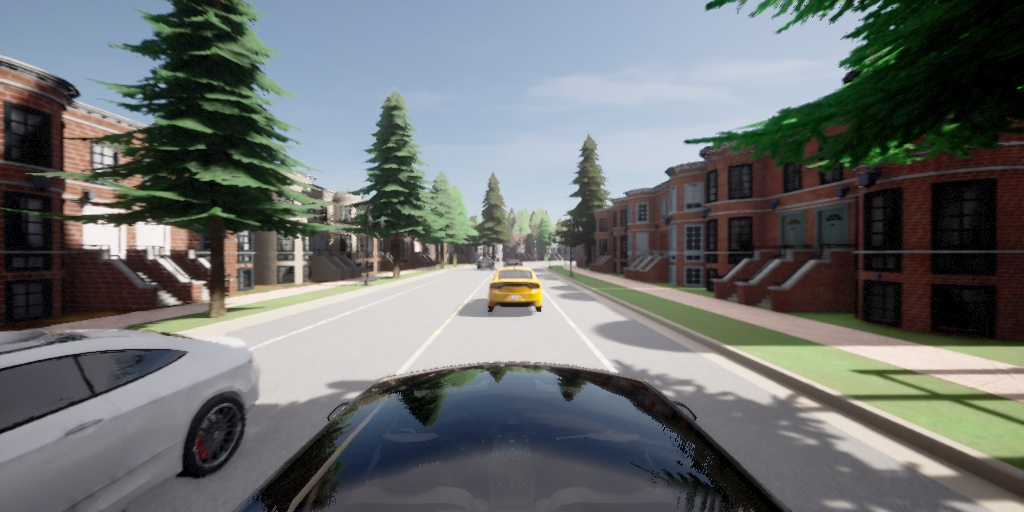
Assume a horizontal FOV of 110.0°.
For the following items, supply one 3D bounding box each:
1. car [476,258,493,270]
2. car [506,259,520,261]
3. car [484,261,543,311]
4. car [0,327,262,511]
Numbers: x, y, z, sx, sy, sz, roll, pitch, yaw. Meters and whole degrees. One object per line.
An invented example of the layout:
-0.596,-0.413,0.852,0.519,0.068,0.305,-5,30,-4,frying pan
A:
-3.290,0.965,45.372,2.128,1.511,4.902,0,0,3,car
0.101,1.034,34.262,2.128,1.511,4.902,0,0,0,car
0.101,1.150,13.983,1.882,1.535,5.008,0,0,0,car
-3.587,1.274,2.008,1.812,1.442,4.674,0,0,0,car
